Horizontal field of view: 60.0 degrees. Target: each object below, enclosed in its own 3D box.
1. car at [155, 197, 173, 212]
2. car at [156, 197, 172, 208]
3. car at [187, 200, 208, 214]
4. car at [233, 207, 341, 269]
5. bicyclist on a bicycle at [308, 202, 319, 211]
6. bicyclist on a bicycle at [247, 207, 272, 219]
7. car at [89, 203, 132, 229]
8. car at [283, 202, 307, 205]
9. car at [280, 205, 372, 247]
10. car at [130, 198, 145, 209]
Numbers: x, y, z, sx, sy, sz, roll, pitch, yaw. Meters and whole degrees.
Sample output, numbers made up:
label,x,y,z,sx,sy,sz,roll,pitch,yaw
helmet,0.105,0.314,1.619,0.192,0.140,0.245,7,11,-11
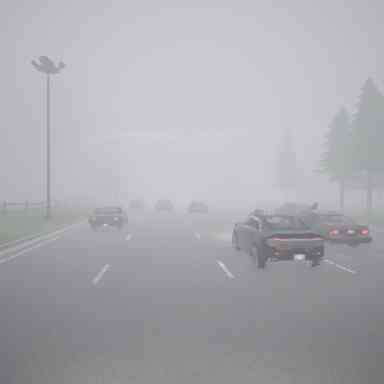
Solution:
label,x,y,z,sx,sy,sz,roll,pitch,yaw
car,-3.203,1.601,38.048,1.895,1.301,4.718,0,0,-5
car,-4.099,1.491,48.103,2.128,1.511,4.902,0,0,-6
car,0.536,1.564,35.536,1.994,1.385,4.181,0,0,-5
car,2.643,1.491,11.179,2.128,1.511,4.902,0,0,-4
bicyclist on a bicycle,7.457,1.459,20.325,1.656,1.620,0.582,3,-1,-28
bicyclist on a bicycle,3.732,1.520,18.476,1.620,1.656,0.582,16,-7,-27
car,-5.255,1.601,21.578,1.895,1.301,4.718,0,0,-5
car,8.308,1.547,27.118,2.033,1.411,5.357,0,0,-5
car,5.816,1.547,14.999,2.033,1.411,5.357,0,0,-3
car,-7.323,1.525,44.873,1.812,1.442,4.674,0,0,-5
